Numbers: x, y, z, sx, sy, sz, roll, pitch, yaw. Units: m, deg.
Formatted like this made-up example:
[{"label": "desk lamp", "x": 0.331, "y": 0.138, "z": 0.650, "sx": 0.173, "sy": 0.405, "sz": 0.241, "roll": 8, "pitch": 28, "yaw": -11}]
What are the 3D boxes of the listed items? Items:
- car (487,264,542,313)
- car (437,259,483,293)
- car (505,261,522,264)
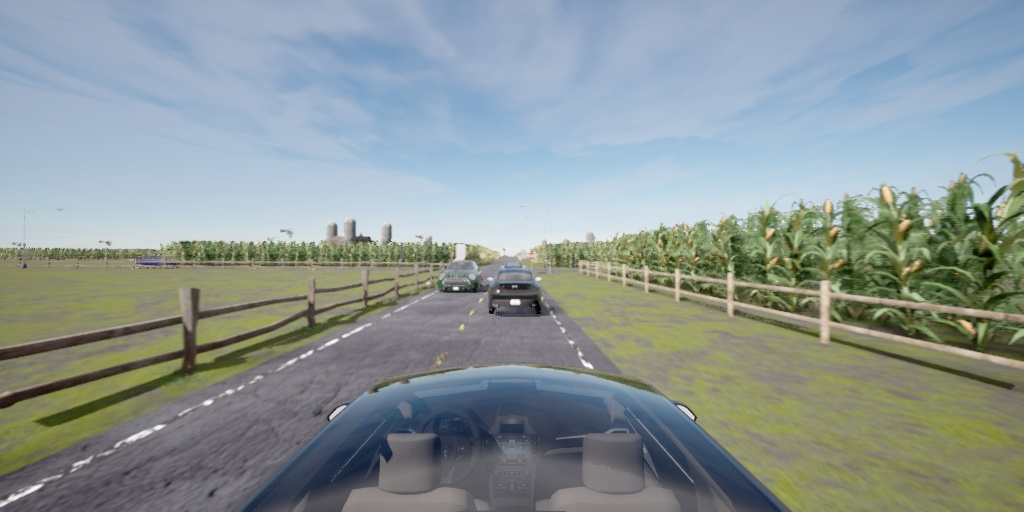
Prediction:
[{"label": "car", "x": 0.102, "y": 1.222, "z": 13.842, "sx": 1.837, "sy": 1.490, "sz": 4.892, "roll": 0, "pitch": 0, "yaw": 0}, {"label": "car", "x": -2.838, "y": 1.050, "z": 20.435, "sx": 2.097, "sy": 1.767, "sz": 4.553, "roll": 0, "pitch": 0, "yaw": 0}, {"label": "car", "x": 0.107, "y": 1.164, "z": 28.566, "sx": 2.128, "sy": 1.511, "sz": 4.902, "roll": 0, "pitch": 0, "yaw": 0}]
